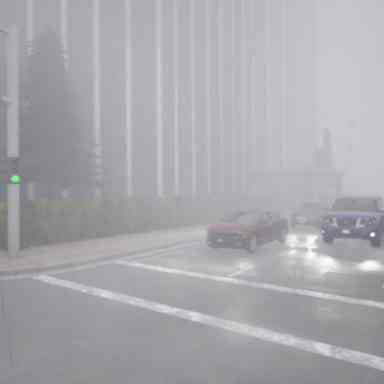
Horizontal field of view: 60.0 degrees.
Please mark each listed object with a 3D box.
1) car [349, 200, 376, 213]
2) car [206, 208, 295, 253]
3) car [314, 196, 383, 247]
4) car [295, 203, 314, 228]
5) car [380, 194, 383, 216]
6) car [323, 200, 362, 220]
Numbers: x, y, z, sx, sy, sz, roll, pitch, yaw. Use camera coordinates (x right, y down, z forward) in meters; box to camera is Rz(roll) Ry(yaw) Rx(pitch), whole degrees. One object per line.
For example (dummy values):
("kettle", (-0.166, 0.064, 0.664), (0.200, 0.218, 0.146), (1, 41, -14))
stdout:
("car", (19.261, 1.593, 37.472), (1.895, 1.301, 4.718), (-1, 0, 36))
("car", (2.464, 1.490, 14.108), (1.882, 1.535, 5.008), (-1, 0, 36))
("car", (7.658, 1.202, 15.353), (2.150, 2.045, 5.566), (-1, 0, 36))
("car", (7.863, 1.498, 21.641), (2.128, 1.511, 4.902), (-1, 0, 36))
("car", (19.854, 1.187, 32.330), (2.150, 2.045, 5.566), (-1, 0, 36))
("car", (13.325, 1.491, 29.251), (2.128, 1.511, 4.902), (-1, 0, 36))
